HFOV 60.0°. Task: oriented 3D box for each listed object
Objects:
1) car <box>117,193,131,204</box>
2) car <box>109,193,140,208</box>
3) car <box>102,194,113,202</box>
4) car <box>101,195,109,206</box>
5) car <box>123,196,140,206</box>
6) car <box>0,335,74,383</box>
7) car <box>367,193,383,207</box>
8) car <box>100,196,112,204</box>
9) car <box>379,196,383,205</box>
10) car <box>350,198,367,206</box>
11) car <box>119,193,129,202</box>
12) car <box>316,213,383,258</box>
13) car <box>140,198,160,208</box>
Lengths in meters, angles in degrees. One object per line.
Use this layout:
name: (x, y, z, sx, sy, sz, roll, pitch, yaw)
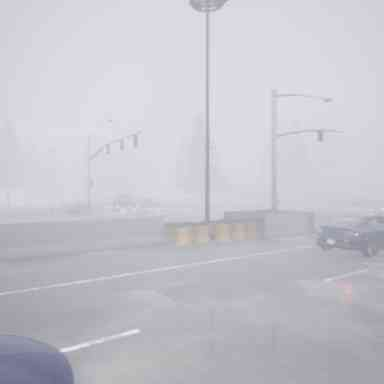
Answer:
car: (-13.678, 1.244, 66.832, 2.150, 2.045, 5.566, 0, 0, -18)
car: (-9.792, 1.238, 47.867, 2.150, 2.045, 5.566, 0, 0, -28)
car: (-19.097, 1.379, 75.490, 2.097, 1.767, 4.553, 0, 0, -11)
car: (-13.947, 1.619, 56.691, 1.895, 1.301, 4.718, 0, 0, -22)
car: (-10.570, 1.498, 57.824, 1.882, 1.535, 5.008, 0, 0, -22)
car: (-2.985, 1.524, 1.610, 4.674, 1.442, 1.812, 0, 0, -36)
car: (29.676, 1.224, 50.822, 5.566, 2.045, 2.150, 0, 0, -35)
car: (-17.025, 1.568, 65.800, 2.033, 1.411, 5.357, 0, 0, -18)
car: (35.416, 1.446, 59.129, 5.008, 1.535, 1.882, 0, 0, -35)
car: (27.444, 1.605, 53.531, 4.718, 1.301, 1.895, 0, 0, -35)
car: (-15.794, 1.252, 77.022, 2.150, 2.045, 5.566, 0, 0, -11)
car: (6.659, 1.537, 12.809, 4.674, 1.442, 1.812, 0, 0, -36)
car: (-6.434, 1.567, 48.922, 2.033, 1.411, 5.357, 0, 0, -29)
